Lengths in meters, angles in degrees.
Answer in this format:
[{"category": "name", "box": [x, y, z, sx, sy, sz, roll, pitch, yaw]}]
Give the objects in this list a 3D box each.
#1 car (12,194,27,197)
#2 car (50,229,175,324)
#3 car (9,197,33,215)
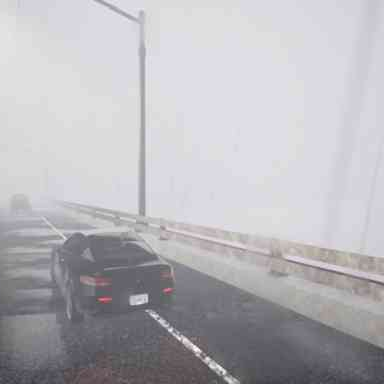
[{"category": "car", "box": [-22.198, 1.269, 42.869, 2.150, 2.045, 5.566, 0, 0, -27]}, {"category": "car", "box": [-1.933, 1.529, 7.260, 1.812, 1.442, 4.674, 0, 0, -29]}, {"category": "car", "box": [-17.402, 1.535, 33.846, 1.837, 1.490, 4.892, 0, 0, -28]}]
